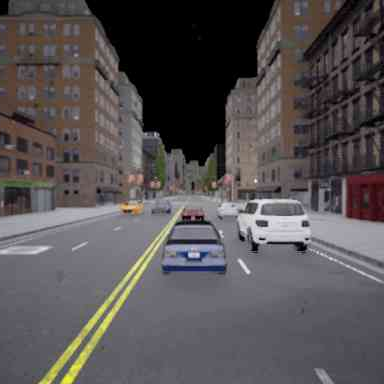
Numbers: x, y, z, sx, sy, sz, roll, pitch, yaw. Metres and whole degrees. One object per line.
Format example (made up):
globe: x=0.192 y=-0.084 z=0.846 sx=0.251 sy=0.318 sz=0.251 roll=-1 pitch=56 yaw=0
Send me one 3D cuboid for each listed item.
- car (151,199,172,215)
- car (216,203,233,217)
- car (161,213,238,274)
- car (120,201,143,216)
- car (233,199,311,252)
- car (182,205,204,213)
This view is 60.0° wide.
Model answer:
car: x=-3.350 y=1.620 z=37.463 sx=2.097 sy=1.767 sz=4.553 roll=0 pitch=0 yaw=0
car: x=3.339 y=1.754 z=31.650 sx=1.812 sy=1.442 sz=4.674 roll=0 pitch=0 yaw=0
car: x=0.065 y=1.625 z=10.756 sx=2.033 sy=1.411 sz=5.357 roll=0 pitch=0 yaw=0
car: x=-6.601 y=1.741 z=36.582 sx=1.882 sy=1.535 sz=5.008 roll=0 pitch=-1 yaw=0
car: x=3.334 y=1.325 z=14.516 sx=2.150 sy=2.045 sz=5.566 roll=0 pitch=-1 yaw=0
car: x=0.083 y=1.810 z=29.022 sx=1.895 sy=1.301 sz=4.718 roll=0 pitch=0 yaw=0
